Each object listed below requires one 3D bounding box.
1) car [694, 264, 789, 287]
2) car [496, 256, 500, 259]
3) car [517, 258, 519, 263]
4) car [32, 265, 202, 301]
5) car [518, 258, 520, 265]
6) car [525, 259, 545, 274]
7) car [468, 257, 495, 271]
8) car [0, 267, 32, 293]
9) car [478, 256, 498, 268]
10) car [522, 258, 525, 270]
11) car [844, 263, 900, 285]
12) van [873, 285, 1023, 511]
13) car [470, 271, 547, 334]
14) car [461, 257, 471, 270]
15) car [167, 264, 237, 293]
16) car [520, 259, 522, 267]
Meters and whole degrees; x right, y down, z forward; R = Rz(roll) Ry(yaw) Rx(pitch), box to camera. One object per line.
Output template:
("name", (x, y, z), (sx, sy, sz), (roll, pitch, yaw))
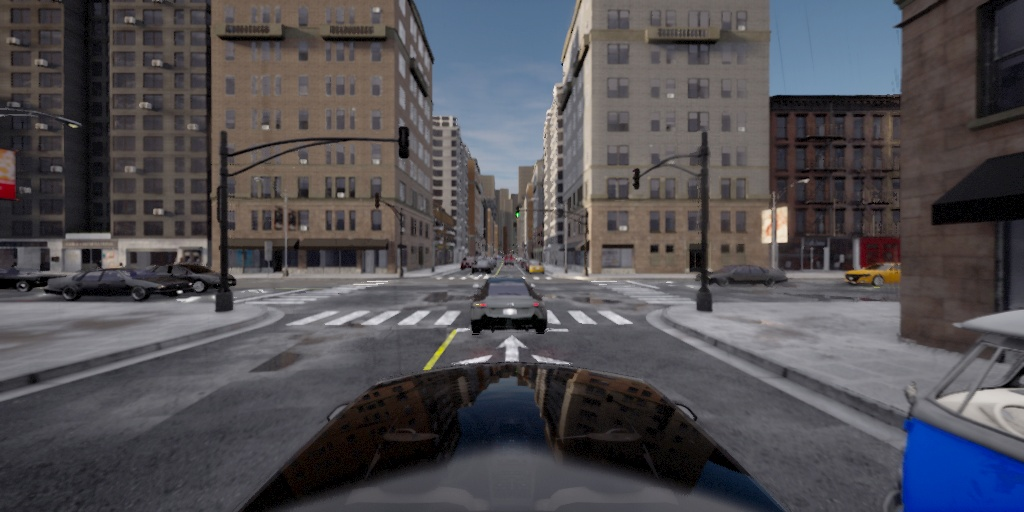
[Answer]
("car", (15.066, 1.266, 23.643), (5.357, 1.411, 2.033), (0, 0, -1))
("car", (-3.504, 1.159, 59.507), (2.128, 1.511, 4.902), (0, 0, 0))
("car", (2.377, 1.208, 61.551), (1.888, 1.381, 4.507), (0, 0, -1))
("car", (-18.016, 1.266, 16.570), (5.357, 1.411, 2.033), (0, 0, -1))
("car", (2.450, 1.239, 56.024), (1.948, 1.339, 4.313), (0, 0, -1))
("car", (2.667, 1.227, 39.618), (1.751, 1.417, 4.829), (0, 0, -1))
("car", (-3.281, 1.179, 39.254), (1.882, 1.535, 5.008), (0, 0, 1))
("car", (-27.263, 1.280, 19.723), (4.718, 1.301, 1.895), (0, 0, -1))
("car", (-3.403, 1.177, 48.793), (2.128, 1.511, 4.902), (0, 0, -1))
("car", (2.596, 1.133, 44.973), (1.967, 1.591, 4.097), (0, 0, -1))
("car", (24.933, 1.191, 23.752), (5.008, 1.535, 1.882), (0, 0, -1))
("van", (2.855, 1.092, 0.258), (1.690, 1.789, 3.998), (0, 0, 0))
("car", (-0.209, 1.304, 10.617), (1.994, 1.385, 4.181), (0, 0, -5))
("car", (-6.001, 0.999, 50.387), (2.192, 1.841, 5.009), (0, 0, -1))
("car", (-18.005, 1.211, 19.822), (4.892, 1.490, 1.837), (0, 0, -1))
("car", (2.523, 1.234, 50.499), (2.007, 1.370, 4.403), (0, 0, -1))
